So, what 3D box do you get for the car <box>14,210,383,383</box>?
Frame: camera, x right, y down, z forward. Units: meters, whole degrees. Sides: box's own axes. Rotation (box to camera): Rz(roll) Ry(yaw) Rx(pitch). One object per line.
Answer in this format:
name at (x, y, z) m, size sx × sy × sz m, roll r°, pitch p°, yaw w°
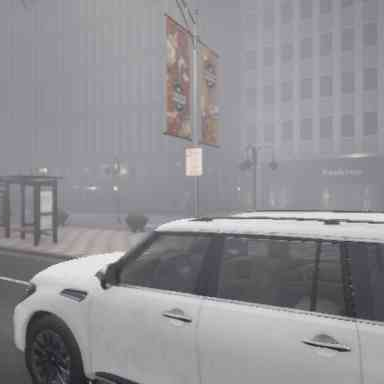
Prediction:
car at (0.519, 1.221, 3.536) m, size 5.566 × 2.045 × 2.150 m, roll 0°, pitch 0°, yaw 32°
